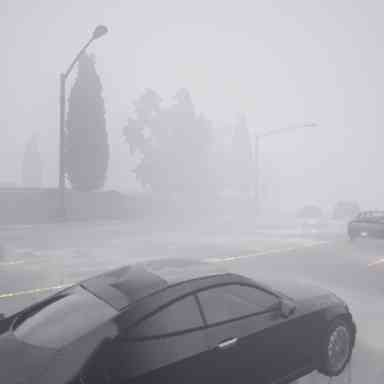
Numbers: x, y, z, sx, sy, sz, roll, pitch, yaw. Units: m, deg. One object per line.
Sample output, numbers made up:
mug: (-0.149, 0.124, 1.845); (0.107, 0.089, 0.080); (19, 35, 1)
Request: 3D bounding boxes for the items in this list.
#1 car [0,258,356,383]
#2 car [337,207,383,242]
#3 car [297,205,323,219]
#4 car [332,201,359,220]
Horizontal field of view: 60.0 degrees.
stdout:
car: (0.013, 1.528, 3.835); (4.674, 1.442, 1.812); (0, 0, -37)
car: (9.349, 1.688, 16.431); (4.902, 1.511, 2.128); (2, -1, -44)
car: (13.489, 2.251, 37.727); (1.812, 1.442, 4.674); (0, -2, 36)
car: (17.199, 2.003, 36.877); (2.150, 2.045, 5.566); (0, -2, 34)
